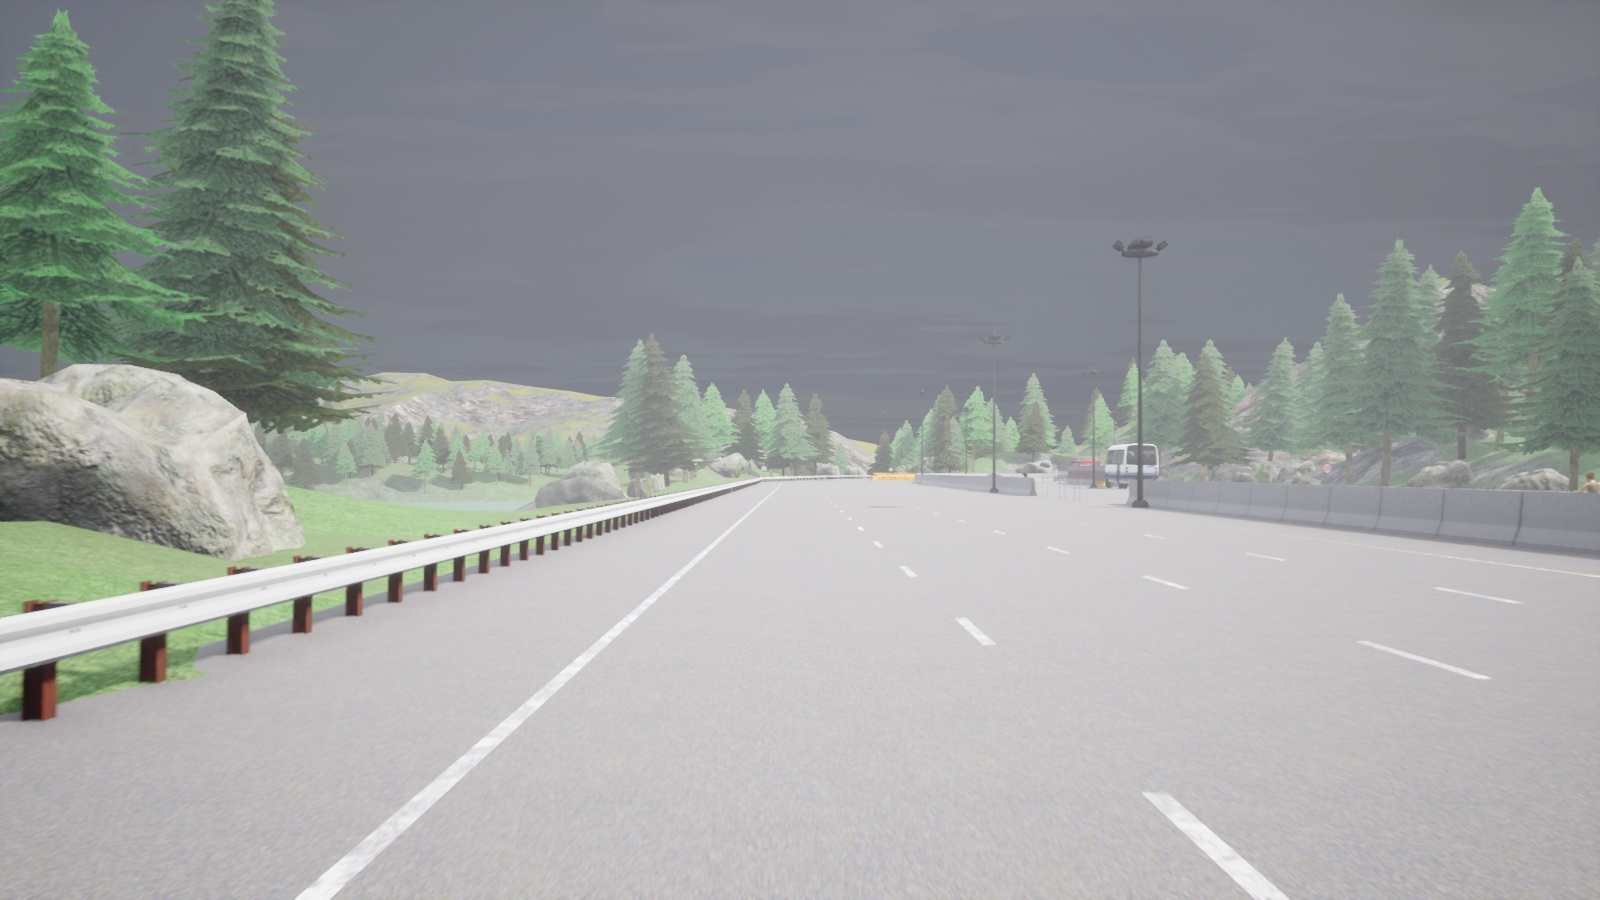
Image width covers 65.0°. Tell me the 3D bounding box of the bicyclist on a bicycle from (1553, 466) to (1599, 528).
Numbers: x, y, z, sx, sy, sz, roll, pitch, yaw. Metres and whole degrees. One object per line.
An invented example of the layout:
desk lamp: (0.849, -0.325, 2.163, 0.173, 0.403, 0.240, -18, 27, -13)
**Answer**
bicyclist on a bicycle: (20.927, 1.226, 33.390, 0.866, 1.612, 1.509, 0, -1, 0)
